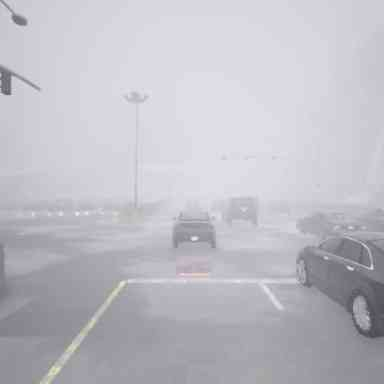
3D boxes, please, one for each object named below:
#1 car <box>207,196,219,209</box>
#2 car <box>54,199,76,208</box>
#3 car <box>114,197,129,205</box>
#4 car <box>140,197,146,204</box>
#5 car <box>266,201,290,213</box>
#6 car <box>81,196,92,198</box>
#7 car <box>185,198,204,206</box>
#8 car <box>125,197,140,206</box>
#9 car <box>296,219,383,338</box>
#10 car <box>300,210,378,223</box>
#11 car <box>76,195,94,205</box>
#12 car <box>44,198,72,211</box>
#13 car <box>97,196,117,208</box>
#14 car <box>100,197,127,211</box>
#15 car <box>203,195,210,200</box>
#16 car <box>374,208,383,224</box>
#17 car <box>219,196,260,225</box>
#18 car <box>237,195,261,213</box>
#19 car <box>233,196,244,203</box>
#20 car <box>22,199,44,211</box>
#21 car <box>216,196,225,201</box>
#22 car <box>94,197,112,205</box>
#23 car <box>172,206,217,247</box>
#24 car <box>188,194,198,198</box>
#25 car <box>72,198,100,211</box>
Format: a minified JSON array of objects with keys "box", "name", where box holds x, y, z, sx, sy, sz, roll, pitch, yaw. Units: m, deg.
[{"box":[3.614,1.752,45.467,2.128,1.511,4.902,0,0,0],"name":"car"},{"box":[-20.929,1.842,54.848,1.994,1.385,4.181,0,0,0],"name":"car"},{"box":[-13.849,1.749,65.343,1.837,1.490,4.892,0,0,0],"name":"car"},{"box":[-10.348,1.722,65.512,1.882,1.535,5.008,0,0,0],"name":"car"},{"box":[10.599,1.805,41.135,2.033,1.411,5.357,0,0,0],"name":"car"},{"box":[-17.431,1.842,54.601,1.994,1.385,4.181,0,0,0],"name":"car"},{"box":[0.095,1.794,39.198,2.033,1.411,5.357,0,0,0],"name":"car"},{"box":[-10.427,1.755,55.081,1.882,1.535,5.008,0,0,0],"name":"car"},{"box":[3.598,1.552,6.678,1.837,1.490,4.892,0,0,0],"name":"car"},{"box":[7.097,1.666,17.364,2.033,1.411,5.357,0,0,0],"name":"car"},{"box":[-20.851,1.601,65.147,2.097,1.767,4.553,0,0,0],"name":"car"},{"box":[-17.502,1.611,44.742,2.097,1.767,4.553,0,0,0],"name":"car"},{"box":[-13.928,1.630,54.946,2.097,1.767,4.553,0,0,0],"name":"car"},{"box":[-10.502,1.784,44.679,1.812,1.442,4.674,0,0,0],"name":"car"},{"box":[3.807,1.563,85.832,1.837,1.490,4.892,0,1,0],"name":"car"},{"box":[10.598,1.627,17.982,1.837,1.490,4.892,0,0,0],"name":"car"},{"box":[3.595,1.394,25.726,2.150,2.045,5.566,0,0,0],"name":"car"},{"box":[7.100,1.474,42.031,2.150,2.045,5.566,0,0,0],"name":"car"},{"box":[10.739,1.684,76.835,1.812,1.442,4.674,0,1,0],"name":"car"},{"box":[-21.000,1.737,44.989,1.882,1.535,5.008,0,0,0],"name":"car"},{"box":[7.305,1.664,85.499,1.895,1.301,4.718,0,1,0],"name":"car"},{"box":[-17.352,1.795,64.960,2.033,1.411,5.357,0,0,0],"name":"car"},{"box":[0.097,1.613,15.705,1.837,1.490,4.892,0,0,0],"name":"car"},{"box":[0.220,1.407,74.444,2.150,2.045,5.566,0,0,0],"name":"car"},{"box":[-14.002,1.823,44.695,1.994,1.385,4.181,0,0,0],"name":"car"}]
